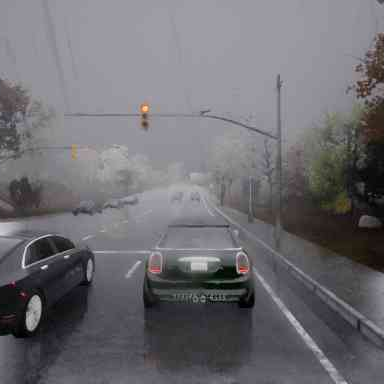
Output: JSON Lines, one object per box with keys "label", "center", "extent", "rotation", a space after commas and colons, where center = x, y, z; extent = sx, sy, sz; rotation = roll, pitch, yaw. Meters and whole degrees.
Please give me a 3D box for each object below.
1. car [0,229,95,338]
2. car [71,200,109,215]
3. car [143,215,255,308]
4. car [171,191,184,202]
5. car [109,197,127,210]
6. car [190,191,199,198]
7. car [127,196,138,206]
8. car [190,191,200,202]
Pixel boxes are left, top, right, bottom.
{"label": "car", "center": [-3.378, 1.505, 6.591], "extent": [1.837, 1.490, 4.892], "rotation": [0, 0, 0]}
{"label": "car", "center": [-10.368, 1.547, 33.641], "extent": [2.033, 1.411, 5.357], "rotation": [0, 0, 1]}
{"label": "car", "center": [0.142, 1.352, 8.092], "extent": [2.097, 1.767, 4.553], "rotation": [0, 0, 0]}
{"label": "car", "center": [-2.988, 1.070, 64.572], "extent": [2.033, 1.411, 5.357], "rotation": [0, 3, 1]}
{"label": "car", "center": [-10.264, 1.564, 43.598], "extent": [1.994, 1.385, 4.181], "rotation": [0, 0, 1]}
{"label": "car", "center": [0.605, 0.516, 75.115], "extent": [2.033, 1.411, 5.357], "rotation": [0, 3, 1]}
{"label": "car", "center": [-10.157, 1.394, 55.201], "extent": [1.882, 1.535, 5.008], "rotation": [0, 2, 1]}
{"label": "car", "center": [0.613, 1.053, 64.858], "extent": [2.033, 1.411, 5.357], "rotation": [0, 3, 1]}
